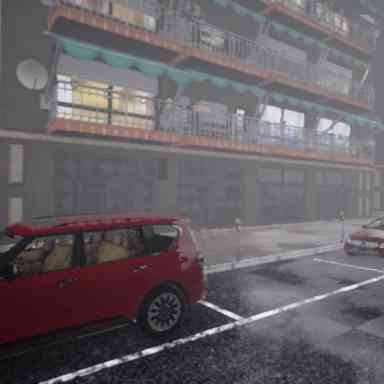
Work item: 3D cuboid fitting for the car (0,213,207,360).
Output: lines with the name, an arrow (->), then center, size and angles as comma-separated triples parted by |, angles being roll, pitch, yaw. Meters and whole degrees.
car -> -2.053, 1.311, 5.078 | 5.009, 1.841, 2.192 | 0, 1, -35

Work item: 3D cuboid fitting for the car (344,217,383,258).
car -> 7.015, 1.530, 11.543 | 4.206, 1.307, 1.802 | 0, 1, -35
